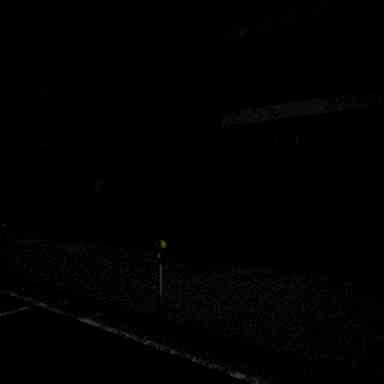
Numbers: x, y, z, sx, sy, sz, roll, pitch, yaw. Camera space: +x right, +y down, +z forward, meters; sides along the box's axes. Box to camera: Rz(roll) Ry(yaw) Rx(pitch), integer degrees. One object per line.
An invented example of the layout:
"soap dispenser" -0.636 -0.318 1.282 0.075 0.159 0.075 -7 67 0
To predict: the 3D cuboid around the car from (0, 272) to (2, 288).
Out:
"car" -6.073 1.440 7.412 4.097 1.590 1.967 0 0 36
